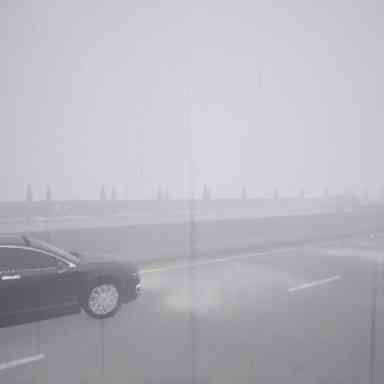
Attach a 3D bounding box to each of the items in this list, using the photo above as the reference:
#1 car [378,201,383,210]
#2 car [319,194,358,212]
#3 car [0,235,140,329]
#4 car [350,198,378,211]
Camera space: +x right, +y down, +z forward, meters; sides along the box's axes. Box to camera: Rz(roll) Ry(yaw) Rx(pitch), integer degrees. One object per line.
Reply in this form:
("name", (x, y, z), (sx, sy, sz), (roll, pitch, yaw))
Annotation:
("car", (19.625, 1.611, 30.885), (4.718, 1.301, 1.895), (0, 0, -35))
("car", (16.611, 1.231, 37.330), (5.566, 2.045, 2.150), (0, 0, -35))
("car", (-3.266, 1.504, 5.714), (4.892, 1.490, 1.837), (0, 0, -36))
("car", (18.864, 1.612, 34.639), (4.718, 1.301, 1.895), (0, 0, -35))
